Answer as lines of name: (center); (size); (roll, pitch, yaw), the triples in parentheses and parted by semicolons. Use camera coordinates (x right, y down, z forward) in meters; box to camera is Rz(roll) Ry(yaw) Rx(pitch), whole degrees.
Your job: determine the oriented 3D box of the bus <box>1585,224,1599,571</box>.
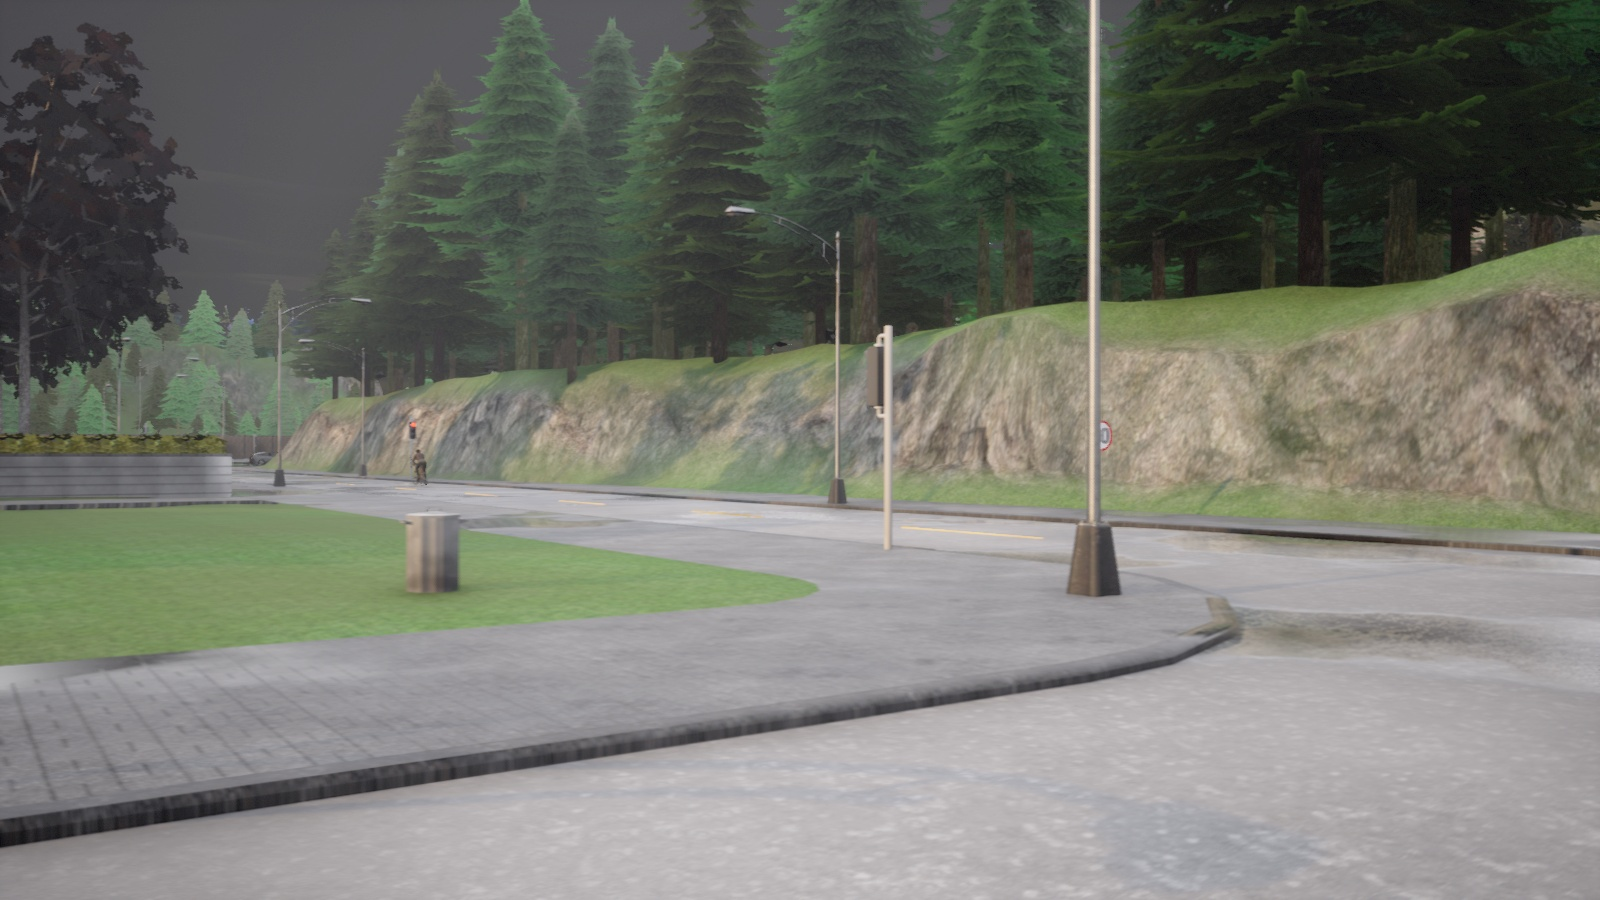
bus: (10.762, -0.631, 10.273); (3.944, 4.253, 10.273); (1, 0, 11)
